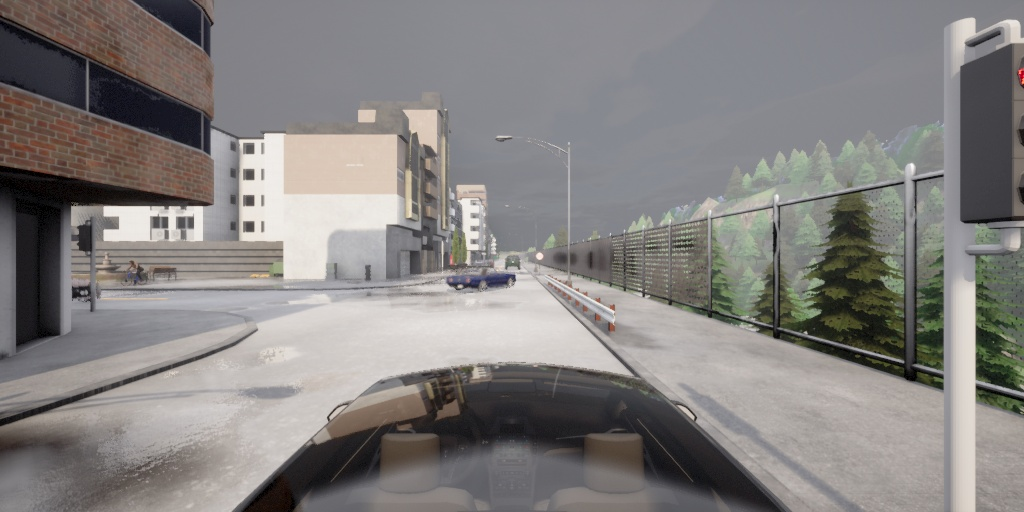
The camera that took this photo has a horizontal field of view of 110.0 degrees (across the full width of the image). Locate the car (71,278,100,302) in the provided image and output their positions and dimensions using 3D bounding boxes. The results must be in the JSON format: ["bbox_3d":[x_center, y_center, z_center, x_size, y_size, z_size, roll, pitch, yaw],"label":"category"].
[{"bbox_3d":[-19.991,1.227,14.657,5.008,1.535,1.882,0,0,0],"label":"car"}]

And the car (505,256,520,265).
[{"bbox_3d":[0.103,0.967,55.276,2.150,2.045,5.566,0,0,0],"label":"car"}]

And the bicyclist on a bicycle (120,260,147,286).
[{"bbox_3d":[-24.281,1.098,23.054,0.582,1.620,1.656,0,0,0],"label":"bicyclist on a bicycle"}]

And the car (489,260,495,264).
[{"bbox_3d":[-4.087,1.240,51.752,2.128,1.511,4.902,0,0,0],"label":"car"}]

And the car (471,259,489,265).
[{"bbox_3d":[-4.093,1.349,42.403,1.895,1.301,4.718,0,0,0],"label":"car"}]

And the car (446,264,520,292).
[{"bbox_3d":[-1.655,1.350,21.270,1.895,1.301,4.718,0,0,32],"label":"car"}]
